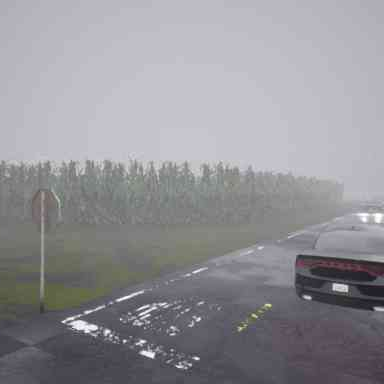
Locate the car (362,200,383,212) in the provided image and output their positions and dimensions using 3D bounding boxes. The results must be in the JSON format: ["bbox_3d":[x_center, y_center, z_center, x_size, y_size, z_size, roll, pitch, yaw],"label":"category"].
[{"bbox_3d":[21.002,1.623,38.589,1.895,1.301,4.718,0,0,33],"label":"car"}]

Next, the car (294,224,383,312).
[{"bbox_3d":[3.892,1.481,7.736,1.882,1.535,5.008,0,0,33],"label":"car"}]
